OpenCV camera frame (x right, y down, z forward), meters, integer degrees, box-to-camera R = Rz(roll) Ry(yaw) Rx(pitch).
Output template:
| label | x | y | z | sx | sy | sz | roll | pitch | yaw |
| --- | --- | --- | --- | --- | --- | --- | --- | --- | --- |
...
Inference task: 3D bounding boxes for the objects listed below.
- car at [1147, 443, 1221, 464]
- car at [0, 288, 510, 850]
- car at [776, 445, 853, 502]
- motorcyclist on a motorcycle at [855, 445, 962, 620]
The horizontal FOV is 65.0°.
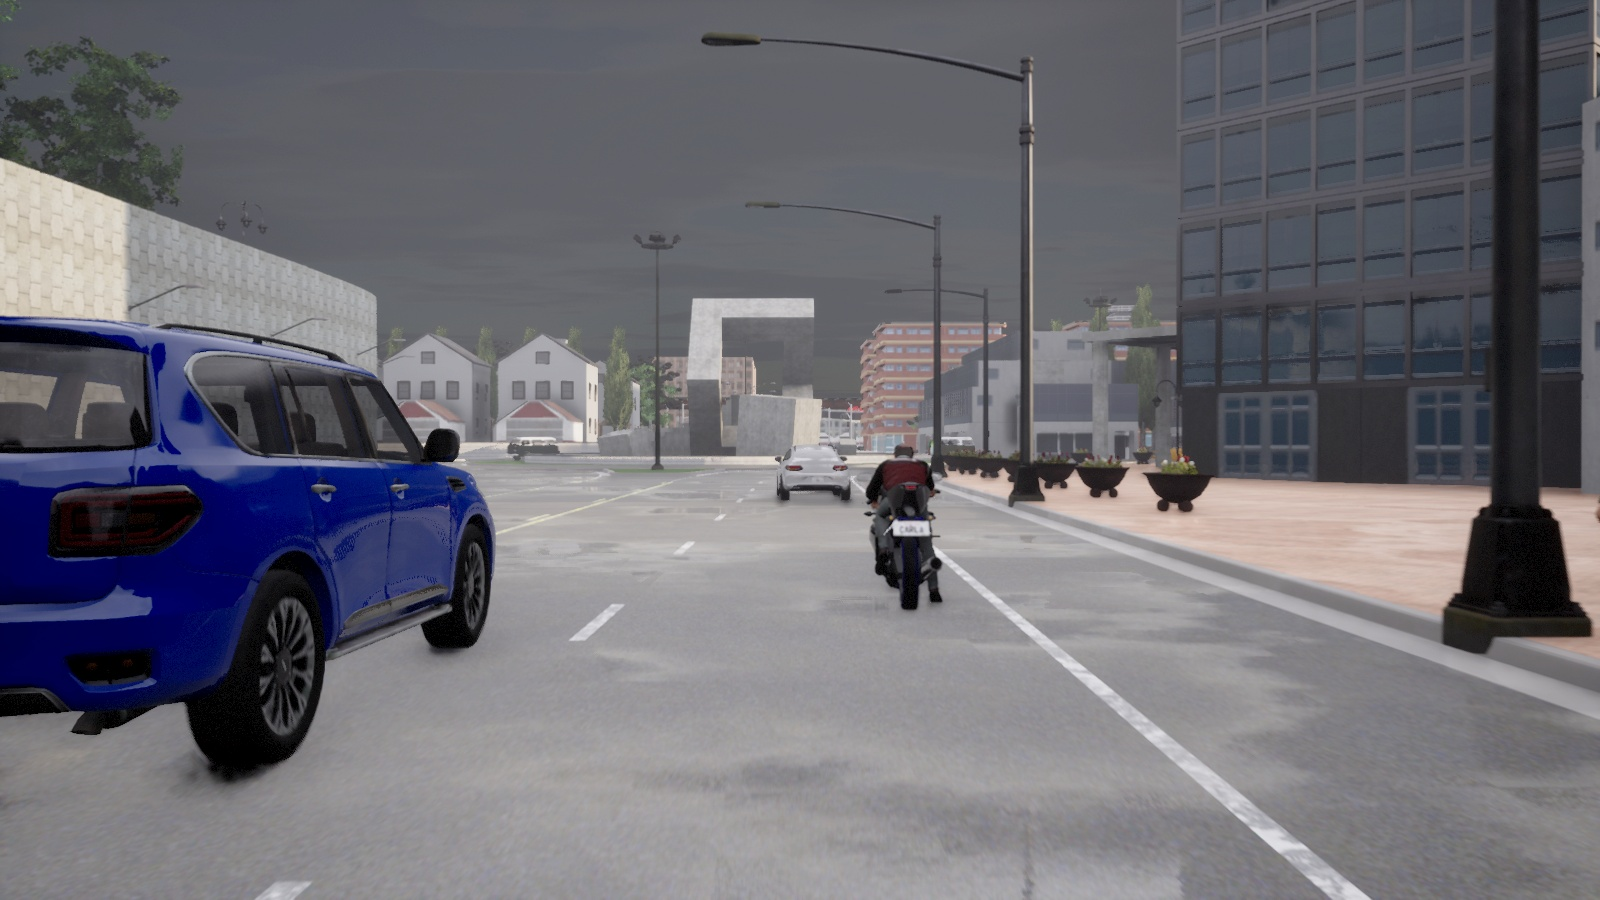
| label | x | y | z | sx | sy | sz | roll | pitch | yaw |
| --- | --- | --- | --- | --- | --- | --- | --- | --- | --- |
| car | 28.395 | 0.244 | 92.913 | 5.008 | 1.535 | 1.882 | 0 | 0 | 7 |
| car | -3.431 | 0.422 | 7.361 | 2.150 | 2.045 | 5.566 | 0 | 0 | 0 |
| car | 0.323 | 0.587 | 34.293 | 1.812 | 1.442 | 4.674 | 0 | 0 | -3 |
| motorcyclist on a motorcycle | 0.998 | 0.717 | 12.078 | 0.866 | 1.530 | 2.191 | 0 | 0 | 1 |
